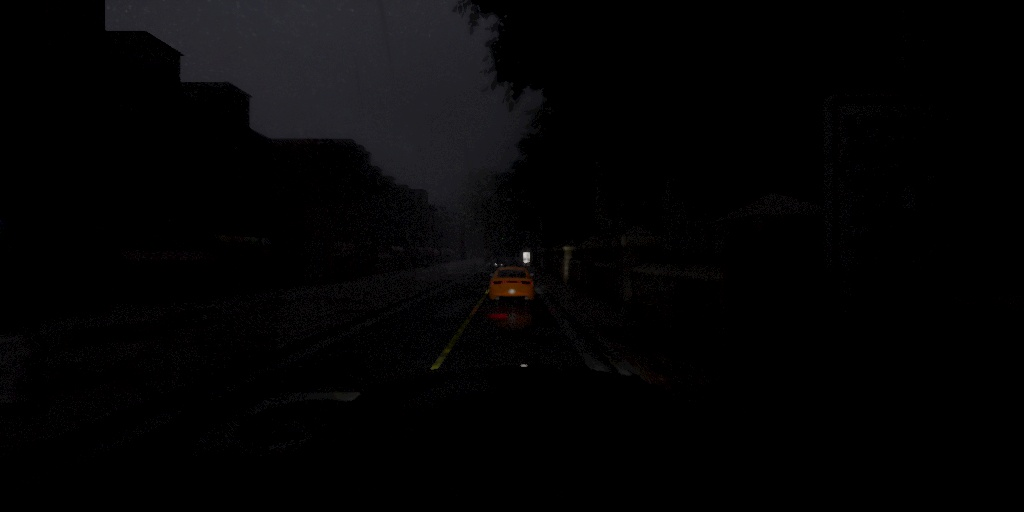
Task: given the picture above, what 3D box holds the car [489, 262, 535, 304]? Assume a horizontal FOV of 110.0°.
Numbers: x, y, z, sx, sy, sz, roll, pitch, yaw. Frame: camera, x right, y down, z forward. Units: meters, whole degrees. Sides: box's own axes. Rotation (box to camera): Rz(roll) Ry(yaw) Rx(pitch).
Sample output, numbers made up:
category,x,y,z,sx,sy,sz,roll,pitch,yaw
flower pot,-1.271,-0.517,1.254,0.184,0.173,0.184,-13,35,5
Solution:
category,x,y,z,sx,sy,sz,roll,pitch,yaw
car,0.000,1.235,16.500,1.882,1.535,5.008,0,0,0
